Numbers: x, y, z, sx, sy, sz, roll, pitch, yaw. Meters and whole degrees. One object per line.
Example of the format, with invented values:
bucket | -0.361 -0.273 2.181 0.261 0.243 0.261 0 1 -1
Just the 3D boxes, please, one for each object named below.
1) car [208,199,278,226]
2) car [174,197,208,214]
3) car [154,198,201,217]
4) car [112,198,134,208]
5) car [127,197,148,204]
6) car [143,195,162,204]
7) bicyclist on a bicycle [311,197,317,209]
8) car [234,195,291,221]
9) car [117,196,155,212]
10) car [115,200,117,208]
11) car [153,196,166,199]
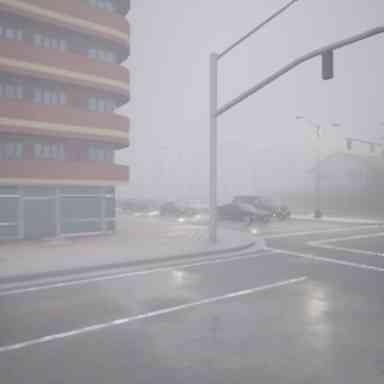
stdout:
car | 3.634 1.548 24.715 1.882 1.535 5.008 0 0 -34
car | 0.079 1.612 36.089 1.812 1.442 4.674 0 0 -35
car | -1.491 1.597 32.190 1.812 1.442 4.674 0 0 -35
car | -10.818 1.652 51.955 1.994 1.385 4.181 0 0 -34
car | -11.025 1.670 66.468 2.033 1.411 5.357 0 0 -35
car | -8.125 1.484 68.429 2.097 1.767 4.553 0 0 -35
bicyclist on a bicycle | 16.117 1.456 43.601 1.656 1.620 0.582 0 0 -35
car | 5.621 1.306 28.045 2.150 2.045 5.566 0 0 -34
car | -6.793 1.550 39.880 1.882 1.535 5.008 0 0 -34
car | -12.536 1.579 48.258 1.837 1.490 4.892 0 0 -34
car | -5.167 1.592 43.692 1.837 1.490 4.892 0 0 -34
